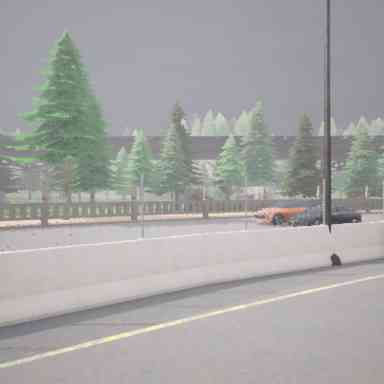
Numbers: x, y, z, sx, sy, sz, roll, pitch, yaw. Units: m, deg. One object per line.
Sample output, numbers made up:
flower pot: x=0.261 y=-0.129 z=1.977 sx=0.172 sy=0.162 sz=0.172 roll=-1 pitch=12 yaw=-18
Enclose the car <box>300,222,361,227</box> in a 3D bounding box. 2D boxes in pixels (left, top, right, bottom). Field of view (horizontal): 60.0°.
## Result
car: x=8.025 y=1.505 z=20.110 sx=4.892 sy=1.490 sz=1.837 roll=0 pitch=0 yaw=-24
